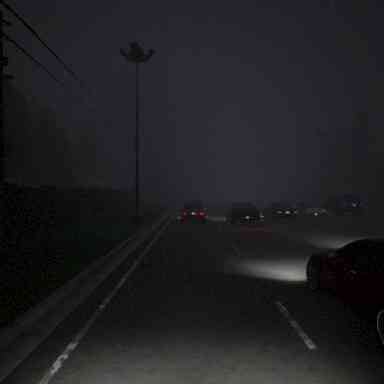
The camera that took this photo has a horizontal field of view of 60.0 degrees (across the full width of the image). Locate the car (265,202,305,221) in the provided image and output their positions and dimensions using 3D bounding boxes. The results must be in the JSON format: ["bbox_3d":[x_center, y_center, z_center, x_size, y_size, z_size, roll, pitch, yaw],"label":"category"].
[{"bbox_3d":[7.085,1.555,27.163,2.033,1.411,5.357,0,0,0],"label":"car"}]

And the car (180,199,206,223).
[{"bbox_3d":[0.086,1.554,25.710,2.033,1.411,5.357,0,0,0],"label":"car"}]

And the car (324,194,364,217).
[{"bbox_3d":[14.083,1.231,31.557,2.150,2.045,5.566,0,0,0],"label":"car"}]

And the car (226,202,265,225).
[{"bbox_3d":[3.586,1.484,24.005,1.882,1.535,5.008,0,0,0],"label":"car"}]

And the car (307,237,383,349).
[{"bbox_3d":[3.596,1.528,5.891,1.812,1.442,4.674,0,0,0],"label":"car"}]

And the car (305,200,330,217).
[{"bbox_3d":[10.585,1.610,30.641,1.895,1.301,4.718,0,0,0],"label":"car"}]
